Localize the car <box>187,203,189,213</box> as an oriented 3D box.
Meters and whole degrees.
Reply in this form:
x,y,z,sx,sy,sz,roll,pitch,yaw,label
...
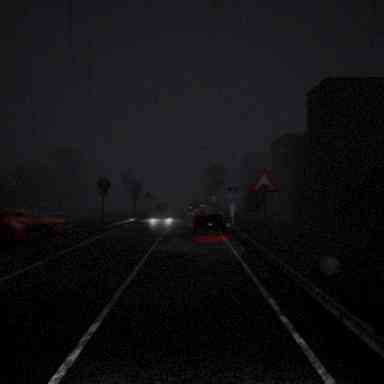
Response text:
x,y,z,sx,sy,sz,roll,pitch,yaw,label
0.125,2.821,57.063,2.128,1.511,4.902,0,-2,0,car

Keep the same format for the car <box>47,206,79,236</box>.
x,y,z,sx,sy,sz,roll,pitch,yaw,label
-9.364,1.594,18.260,5.366,1.575,1.946,0,-1,0,car

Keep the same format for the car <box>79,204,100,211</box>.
x,y,z,sx,sy,sz,roll,pitch,yaw,label
-21.792,3.158,67.130,4.674,1.452,2.002,0,-2,0,car

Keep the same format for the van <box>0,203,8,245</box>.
x,y,z,sx,sy,sz,roll,pitch,yaw,label
-9.639,1.282,12.308,4.442,1.987,1.878,0,-1,0,van

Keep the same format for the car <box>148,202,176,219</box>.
x,y,z,sx,sy,sz,roll,pitch,yaw,label
-3.292,1.975,36.856,2.097,1.767,4.553,0,-2,0,car

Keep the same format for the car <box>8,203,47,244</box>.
x,y,z,sx,sy,sz,roll,pitch,yaw,label
-9.567,1.422,15.344,4.553,1.767,2.185,0,-1,0,car

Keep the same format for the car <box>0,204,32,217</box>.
x,y,z,sx,sy,sz,roll,pitch,yaw,label
-21.877,2.218,39.640,4.674,1.452,2.002,0,-2,0,car

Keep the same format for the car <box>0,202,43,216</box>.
x,y,z,sx,sy,sz,roll,pitch,yaw,label
-21.936,2.159,42.814,4.553,1.767,2.185,0,-2,0,car

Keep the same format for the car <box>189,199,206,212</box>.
x,y,z,sx,sy,sz,roll,pitch,yaw,label
1.007,1.774,30.499,2.097,1.767,4.553,0,-2,0,car

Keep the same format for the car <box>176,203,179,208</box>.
x,y,z,sx,sy,sz,roll,pitch,yaw,label
-3.046,3.432,77.886,1.994,1.385,4.181,0,-2,0,car

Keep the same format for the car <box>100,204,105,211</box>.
x,y,z,sx,sy,sz,roll,pitch,yaw,label
-21.774,3.231,70.405,4.892,1.521,2.231,0,-2,0,car

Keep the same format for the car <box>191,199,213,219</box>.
x,y,z,sx,sy,sz,roll,pitch,yaw,label
1.024,1.851,36.564,2.150,2.045,5.566,0,-2,0,car

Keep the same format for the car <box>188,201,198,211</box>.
x,y,z,sx,sy,sz,roll,pitch,yaw,label
0.182,3.002,72.110,2.150,2.045,5.566,0,-2,0,car

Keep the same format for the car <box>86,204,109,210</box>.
x,y,z,sx,sy,sz,roll,pitch,yaw,label
-21.748,3.490,76.822,4.674,1.452,2.002,0,-2,0,car

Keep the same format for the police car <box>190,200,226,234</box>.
x,y,z,sx,sy,sz,roll,pitch,yaw,label
1.009,1.570,20.618,1.930,1.638,5.238,1,0,0,police car

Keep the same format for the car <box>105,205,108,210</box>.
x,y,z,sx,sy,sz,roll,pitch,yaw,label
-21.771,3.342,73.677,5.008,1.535,2.097,0,-2,0,car
